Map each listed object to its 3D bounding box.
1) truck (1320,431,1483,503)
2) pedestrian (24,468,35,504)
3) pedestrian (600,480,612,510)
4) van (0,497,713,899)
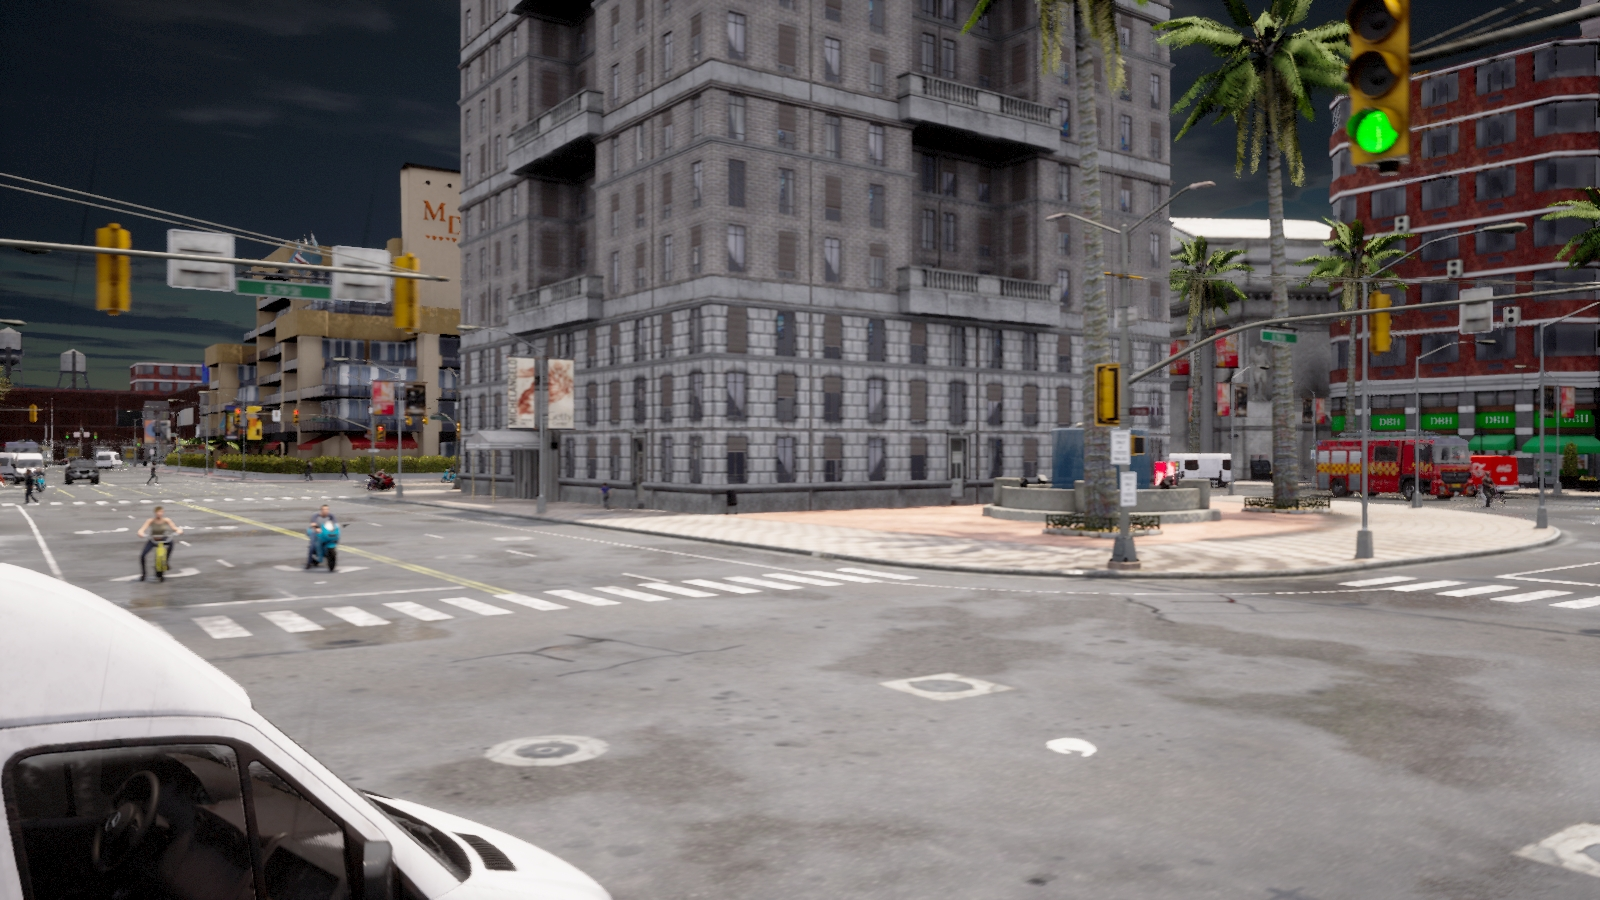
[{"bbox_3d":[34.178,0.892,65.417,2.891,3.827,8.468,0,0,-20],"label":"truck"},{"bbox_3d":[-39.469,1.849,58.531,0.375,1.860,0.375,0,0,42],"label":"pedestrian"},{"bbox_3d":[-8.562,1.978,50.511,0.375,1.300,0.375,0,0,-43],"label":"pedestrian"},{"bbox_3d":[-3.079,1.535,2.973,1.988,2.561,5.915,1,1,42],"label":"van"}]
